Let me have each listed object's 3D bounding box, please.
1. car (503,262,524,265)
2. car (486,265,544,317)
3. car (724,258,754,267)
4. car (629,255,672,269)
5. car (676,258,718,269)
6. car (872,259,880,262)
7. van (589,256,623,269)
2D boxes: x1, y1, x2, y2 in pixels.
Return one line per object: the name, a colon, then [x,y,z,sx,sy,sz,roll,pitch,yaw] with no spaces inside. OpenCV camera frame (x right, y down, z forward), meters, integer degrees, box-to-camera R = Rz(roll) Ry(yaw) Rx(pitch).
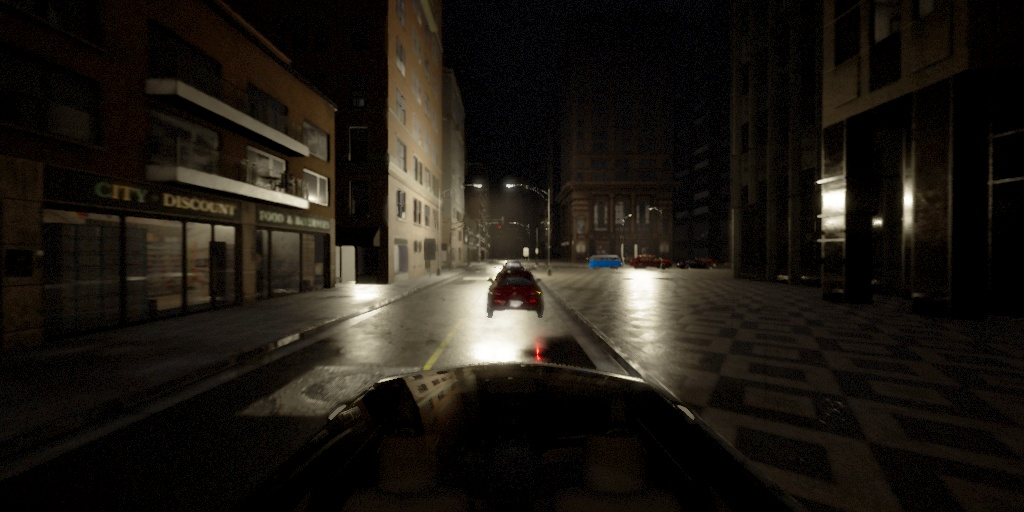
car: [0.096,1.142,29.373,1.994,1.385,4.181,0,0,0]
car: [0.097,1.216,12.757,1.812,1.442,4.674,0,0,0]
car: [34.172,1.014,53.893,4.207,1.307,1.802,0,0,-1]
car: [17.361,0.816,45.108,5.009,1.841,2.192,0,0,-1]
car: [23.001,1.063,45.194,4.313,1.339,1.948,0,0,-1]
car: [45.558,1.064,45.543,4.207,1.307,1.802,0,0,-1]
van: [11.720,0.844,45.020,3.998,1.789,1.690,0,0,-1]
